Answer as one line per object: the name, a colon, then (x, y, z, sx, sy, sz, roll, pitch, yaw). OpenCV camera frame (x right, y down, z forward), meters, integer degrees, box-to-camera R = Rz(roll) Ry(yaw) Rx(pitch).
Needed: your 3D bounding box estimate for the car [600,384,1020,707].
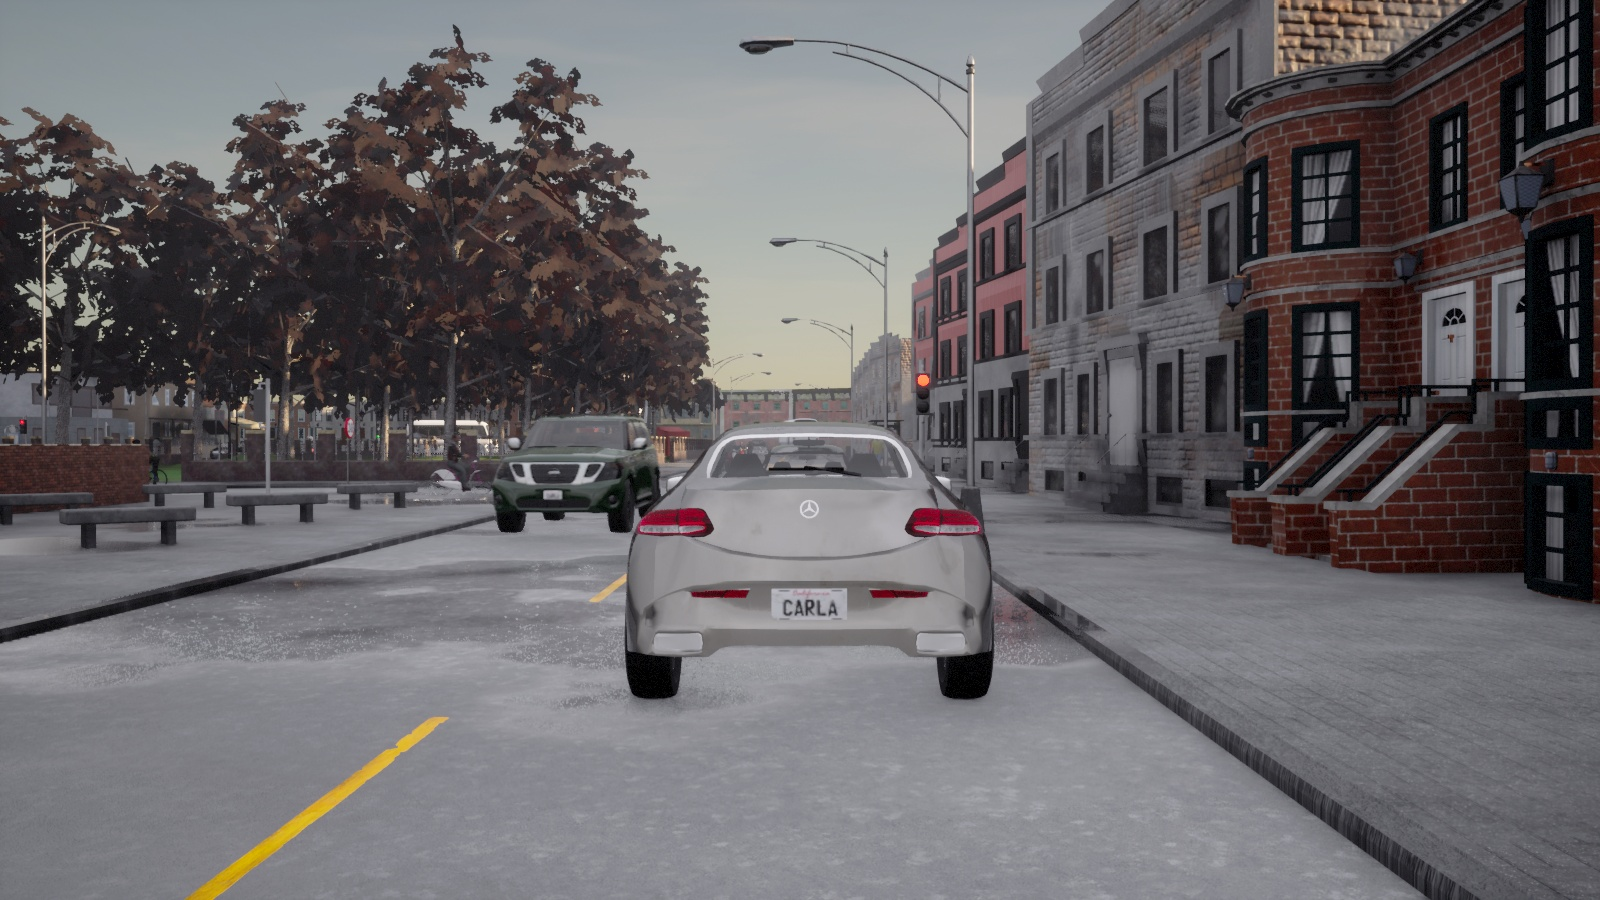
car: (0.064, 0.475, 8.950, 2.152, 1.651, 5.027, 0, 0, 0)

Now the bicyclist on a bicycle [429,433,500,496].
bicyclist on a bicycle: (-9.560, 0.407, 35.842, 1.843, 1.776, 0.659, 0, 0, 2)

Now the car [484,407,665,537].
car: (-3.846, 0.335, 22.534, 2.150, 2.045, 5.566, 0, 0, 1)
